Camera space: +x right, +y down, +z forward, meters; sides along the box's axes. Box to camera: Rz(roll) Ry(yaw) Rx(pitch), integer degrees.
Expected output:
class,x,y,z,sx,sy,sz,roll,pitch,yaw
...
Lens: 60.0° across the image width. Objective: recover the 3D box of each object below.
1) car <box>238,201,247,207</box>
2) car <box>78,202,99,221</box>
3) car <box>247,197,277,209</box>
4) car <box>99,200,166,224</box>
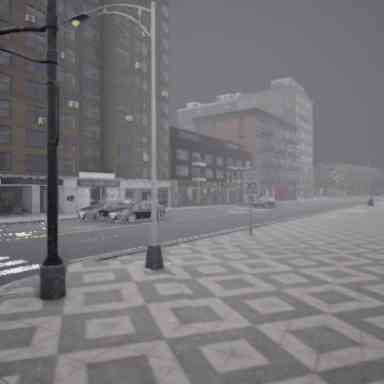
class,x,y,z,sx,sy,sz,roll,pitch,yaw
car,8.661,1.436,47.803,2.033,1.411,5.357,0,0,36
car,-6.647,1.432,26.216,2.128,1.511,4.902,0,0,35
car,9.467,1.381,43.355,1.837,1.490,4.892,0,-1,36
car,-3.952,1.413,24.400,2.128,1.511,4.902,0,0,35
